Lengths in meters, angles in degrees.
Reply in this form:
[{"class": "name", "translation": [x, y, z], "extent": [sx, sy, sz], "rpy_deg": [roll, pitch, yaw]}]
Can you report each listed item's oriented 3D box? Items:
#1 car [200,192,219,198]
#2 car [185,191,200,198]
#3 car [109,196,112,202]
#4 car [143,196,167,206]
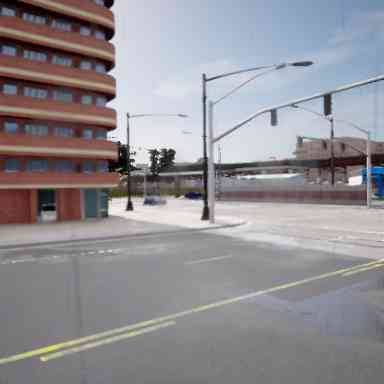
[{"class": "car", "translation": [4.448, 0.682, 76.000], "extent": [3.806, 1.475, 1.970], "rpy_deg": [-1, 1, -35]}, {"class": "car", "translation": [0.473, 0.538, 80.217], "extent": [4.611, 1.667, 2.242], "rpy_deg": [-1, 1, -35]}, {"class": "car", "translation": [-16.908, 1.267, 63.759], "extent": [1.812, 1.442, 4.674], "rpy_deg": [-1, 1, -36]}, {"class": "car", "translation": [-5.382, 1.260, 48.135], "extent": [1.812, 1.442, 4.674], "rpy_deg": [-1, 1, -36]}]
